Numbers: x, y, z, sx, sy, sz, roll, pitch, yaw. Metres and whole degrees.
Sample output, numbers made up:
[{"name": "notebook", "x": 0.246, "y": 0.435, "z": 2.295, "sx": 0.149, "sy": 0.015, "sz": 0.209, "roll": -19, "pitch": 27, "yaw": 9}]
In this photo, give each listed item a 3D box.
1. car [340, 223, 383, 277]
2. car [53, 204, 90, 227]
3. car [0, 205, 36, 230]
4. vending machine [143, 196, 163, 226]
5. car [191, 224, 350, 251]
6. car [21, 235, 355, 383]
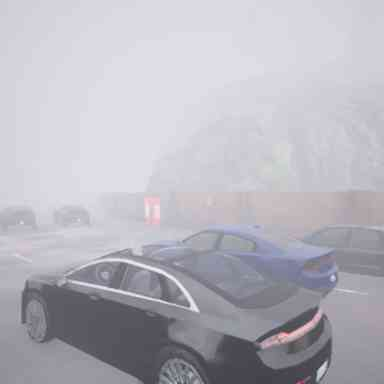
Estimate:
[{"name": "car", "x": 4.485, "y": 1.613, "z": 9.470, "sx": 5.357, "sy": 1.411, "sz": 2.033, "roll": 0, "pitch": 0, "yaw": 38}, {"name": "car", "x": -8.920, "y": 1.656, "z": 24.471, "sx": 1.837, "sy": 1.490, "sz": 4.892, "roll": 0, "pitch": 0, "yaw": -33}, {"name": "car", "x": -11.735, "y": 1.641, "z": 22.391, "sx": 1.837, "sy": 1.490, "sz": 4.892, "roll": 0, "pitch": 0, "yaw": -33}, {"name": "vending machine", "x": -2.793, "y": 1.348, "z": 23.905, "sx": 1.100, "sy": 2.100, "sz": 0.880, "roll": 0, "pitch": 0, "yaw": -36}, {"name": "car", "x": 0.827, "y": 1.532, "z": 8.041, "sx": 5.008, "sy": 1.535, "sz": 1.882, "roll": 0, "pitch": 0, "yaw": 39}, {"name": "car", "x": -0.623, "y": 1.523, "z": 4.755, "sx": 4.902, "sy": 1.511, "sz": 2.128, "roll": 0, "pitch": 0, "yaw": 39}]
